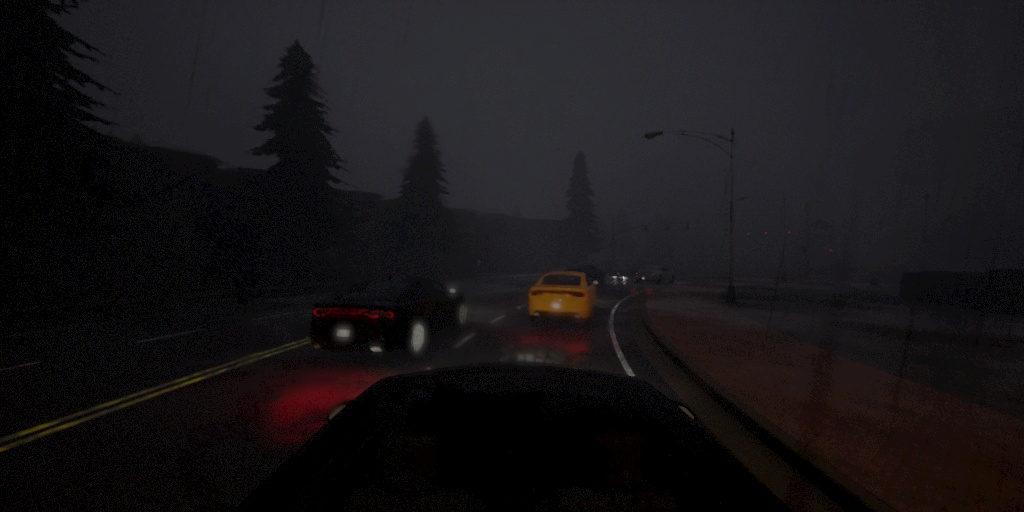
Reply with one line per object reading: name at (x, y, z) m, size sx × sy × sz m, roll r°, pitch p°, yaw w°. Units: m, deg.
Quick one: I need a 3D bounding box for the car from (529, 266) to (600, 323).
car at (1.928, 1.274, 12.549) m, size 1.882 × 1.535 × 5.008 m, roll 0°, pitch 0°, yaw 16°

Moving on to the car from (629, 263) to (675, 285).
car at (11.447, 1.467, 28.668) m, size 1.812 × 1.442 × 4.674 m, roll 0°, pitch 0°, yaw 43°

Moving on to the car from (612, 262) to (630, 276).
car at (13.444, 1.537, 40.146) m, size 5.357 × 1.411 × 2.033 m, roll 1°, pitch 0°, yaw -40°

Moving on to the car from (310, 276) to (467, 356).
car at (-2.566, 1.214, 8.744) m, size 1.882 × 1.535 × 5.008 m, roll 0°, pitch 0°, yaw 9°

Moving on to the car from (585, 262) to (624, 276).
car at (11.091, 1.464, 42.736) m, size 4.902 × 1.511 × 2.128 m, roll 1°, pitch 0°, yaw -40°

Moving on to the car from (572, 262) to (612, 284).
car at (5.572, 1.375, 27.099) m, size 1.837 × 1.490 × 4.892 m, roll 0°, pitch -1°, yaw 36°
